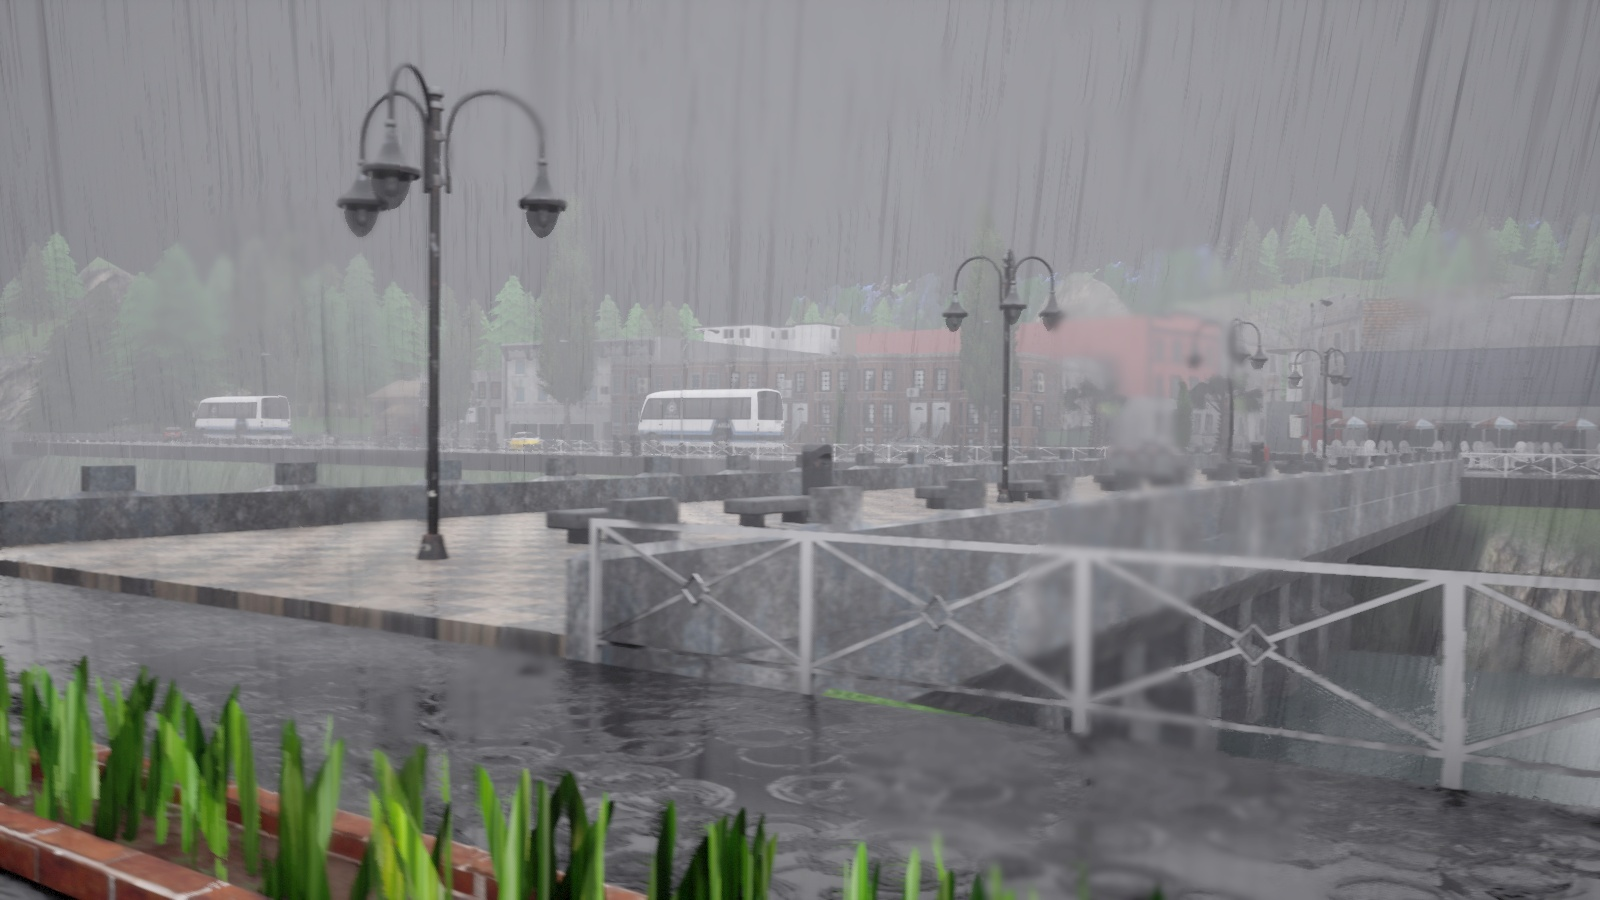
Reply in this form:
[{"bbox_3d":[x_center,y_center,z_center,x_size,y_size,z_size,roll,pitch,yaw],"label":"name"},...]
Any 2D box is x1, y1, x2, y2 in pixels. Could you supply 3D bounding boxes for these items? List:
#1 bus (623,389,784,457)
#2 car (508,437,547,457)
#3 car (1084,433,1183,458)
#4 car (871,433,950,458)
[{"bbox_3d":[-6.410,-1.713,82.484,10.273,4.253,3.944,0,1,34],"label":"bus"},{"bbox_3d":[-18.637,-0.216,85.830,2.207,1.376,1.481,0,1,34],"label":"car"},{"bbox_3d":[17.647,-0.236,66.540,4.718,1.301,1.895,0,1,34],"label":"car"},{"bbox_3d":[6.474,-0.273,73.957,4.181,1.385,1.994,0,1,34],"label":"car"}]
